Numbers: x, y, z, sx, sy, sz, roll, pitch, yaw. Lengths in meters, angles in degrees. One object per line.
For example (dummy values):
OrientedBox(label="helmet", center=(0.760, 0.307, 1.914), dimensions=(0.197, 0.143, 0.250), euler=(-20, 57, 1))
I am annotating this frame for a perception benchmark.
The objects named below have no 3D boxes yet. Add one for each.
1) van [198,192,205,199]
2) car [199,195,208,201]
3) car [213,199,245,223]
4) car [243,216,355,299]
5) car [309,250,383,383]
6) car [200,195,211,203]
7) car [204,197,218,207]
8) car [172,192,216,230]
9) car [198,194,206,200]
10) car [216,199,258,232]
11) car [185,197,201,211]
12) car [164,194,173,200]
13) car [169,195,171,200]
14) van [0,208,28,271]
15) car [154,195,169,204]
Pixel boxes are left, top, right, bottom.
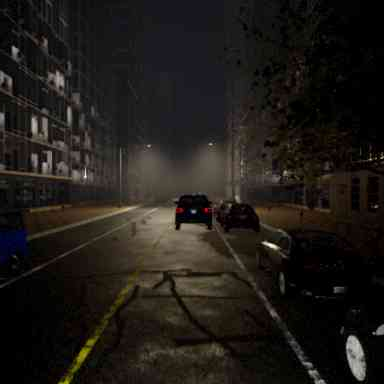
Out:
OrientedBox(label="van", center=(2.682, 1.010, 93.585), dimensions=(1.690, 1.788, 3.998), euler=(0, 0, 0))
OrientedBox(label="car", center=(2.684, 1.311, 76.508), dimensions=(1.947, 1.339, 4.313), euler=(0, 0, 0))
OrientedBox(label="car", center=(2.689, 1.372, 25.277), dimensions=(1.967, 1.590, 4.097), euler=(0, 0, 0))
OrientedBox(label="car", center=(2.690, 1.531, 8.200), dimensions=(2.008, 1.369, 4.403), euler=(0, 0, 0))
OrientedBox(label="car", center=(2.691, 1.545, 2.507), dimensions=(2.008, 1.369, 4.403), euler=(0, 0, 0))
OrientedBox(label="car", center=(2.685, 1.358, 65.124), dimensions=(1.947, 1.339, 4.313), euler=(0, 0, 0))
OrientedBox(label="car", center=(2.687, 1.403, 48.047), dimensions=(1.887, 1.381, 4.507), euler=(0, 0, 0))
OrientedBox(label="car", center=(0.095, 1.167, 20.975), dimensions=(2.150, 2.045, 5.566), euler=(0, 0, 0))
OrientedBox(label="car", center=(2.682, 1.261, 87.892), dimensions=(1.947, 1.339, 4.313), euler=(0, 0, 0))
OrientedBox(label="car", center=(2.689, 1.388, 19.585), dimensions=(1.967, 1.590, 4.097), euler=(0, 0, 0))
OrientedBox(label="car", center=(0.094, 1.394, 39.357), dimensions=(1.837, 1.490, 4.892), euler=(0, 0, 0))
OrientedBox(label="car", center=(-5.698, 1.289, 82.208), dimensions=(1.947, 1.339, 4.313), euler=(0, 0, 0))
OrientedBox(label="car", center=(-5.696, 1.377, 65.131), dimensions=(1.802, 1.307, 4.206), euler=(0, 0, 0))
OrientedBox(label="van", center=(-5.690, 1.324, 8.202), dimensions=(1.690, 1.788, 3.998), euler=(0, 0, 0))
OrientedBox(label="car", center=(-5.695, 1.362, 59.437), dimensions=(1.887, 1.381, 4.507), euler=(0, 0, 0))
